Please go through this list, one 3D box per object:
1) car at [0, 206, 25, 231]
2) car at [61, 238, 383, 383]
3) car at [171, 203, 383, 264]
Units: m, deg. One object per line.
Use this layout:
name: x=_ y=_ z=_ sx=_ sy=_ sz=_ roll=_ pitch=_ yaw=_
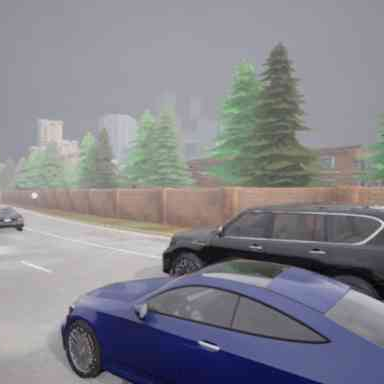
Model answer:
car: x=-11.522 y=1.568 z=19.837 sx=2.033 sy=1.411 sz=5.357 roll=0 pitch=0 yaw=-40
car: x=0.443 y=1.544 z=3.819 sx=4.674 sy=1.442 sz=1.812 roll=0 pitch=0 yaw=36
car: x=1.906 y=1.261 z=7.065 sx=5.566 sy=2.045 sz=2.150 roll=0 pitch=0 yaw=37
